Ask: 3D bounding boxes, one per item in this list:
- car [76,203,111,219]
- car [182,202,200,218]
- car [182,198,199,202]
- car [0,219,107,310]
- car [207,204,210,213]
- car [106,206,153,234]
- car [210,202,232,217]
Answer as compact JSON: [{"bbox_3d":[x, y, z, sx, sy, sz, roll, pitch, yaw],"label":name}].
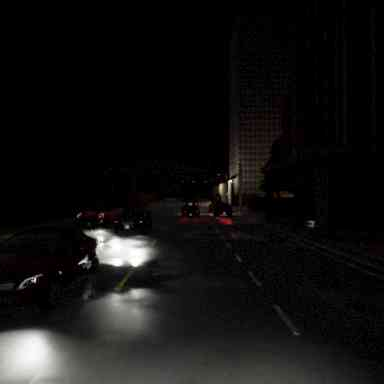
[{"bbox_3d":[-7.158,1.674,25.262,2.097,1.767,4.553,0,-1,0],"label":"car"},{"bbox_3d":[-0.128,2.044,35.732,1.895,1.301,4.718,0,-1,0],"label":"car"},{"bbox_3d":[-0.195,1.786,45.500,2.150,2.045,5.566,0,-1,0],"label":"car"},{"bbox_3d":[-3.646,1.629,8.171,1.812,1.442,4.674,0,-1,0],"label":"car"},{"bbox_3d":[3.244,2.095,45.978,1.812,1.442,4.674,0,-1,0],"label":"car"},{"bbox_3d":[-3.672,1.758,21.318,2.128,1.511,4.902,0,-1,0],"label":"car"},{"bbox_3d":[3.342,1.960,36.700,1.837,1.490,4.892,0,-1,0],"label":"car"}]
